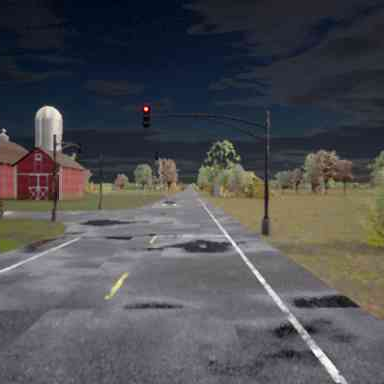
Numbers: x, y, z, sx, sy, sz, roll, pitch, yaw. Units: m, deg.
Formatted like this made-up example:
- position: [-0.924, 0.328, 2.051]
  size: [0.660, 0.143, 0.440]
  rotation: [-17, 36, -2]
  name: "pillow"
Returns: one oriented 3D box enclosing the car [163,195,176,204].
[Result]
- position: [-3.518, 1.218, 53.501]
  size: [1.837, 1.490, 4.892]
  rotation: [0, 3, 0]
  name: "car"
